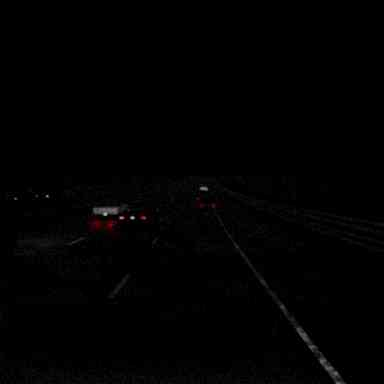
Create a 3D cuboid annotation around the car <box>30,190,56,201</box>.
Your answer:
[{"bbox_3d":[-20.125,0.555,46.567,2.097,1.767,4.553,0,2,3],"label":"car"}]

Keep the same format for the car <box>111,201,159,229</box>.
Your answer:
[{"bbox_3d":[-3.214,1.430,20.799,2.033,1.411,5.357,0,1,1],"label":"car"}]

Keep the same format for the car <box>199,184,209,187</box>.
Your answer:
[{"bbox_3d":[2.970,-0.979,83.084,2.150,2.045,5.566,0,3,4],"label":"car"}]

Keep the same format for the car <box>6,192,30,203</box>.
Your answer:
[{"bbox_3d":[-23.645,0.724,45.940,1.837,1.490,4.892,0,2,3],"label":"car"}]

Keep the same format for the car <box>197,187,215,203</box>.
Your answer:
[{"bbox_3d":[2.174,0.569,46.635,2.097,1.767,4.553,0,2,2],"label":"car"}]

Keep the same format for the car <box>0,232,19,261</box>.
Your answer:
[{"bbox_3d":[-6.861,1.594,9.245,1.895,1.301,4.718,0,0,0],"label":"car"}]

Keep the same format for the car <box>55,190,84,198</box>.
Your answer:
[{"bbox_3d":[-16.640,0.693,46.246,1.882,1.535,5.008,0,2,3],"label":"car"}]

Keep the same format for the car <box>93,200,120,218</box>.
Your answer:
[{"bbox_3d":[-6.565,1.353,27.652,1.895,1.301,4.718,0,1,1],"label":"car"}]
